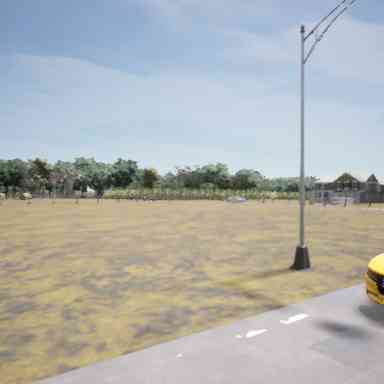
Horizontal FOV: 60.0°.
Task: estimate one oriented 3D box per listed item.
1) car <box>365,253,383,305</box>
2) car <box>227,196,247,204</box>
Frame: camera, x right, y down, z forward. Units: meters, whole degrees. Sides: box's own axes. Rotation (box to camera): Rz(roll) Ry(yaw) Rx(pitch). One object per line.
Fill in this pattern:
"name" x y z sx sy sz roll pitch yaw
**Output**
"car" 5.649 1.511 7.086 5.008 1.535 1.882 0 0 -35
"car" 8.886 1.542 66.110 1.812 1.442 4.674 2 -1 -36
